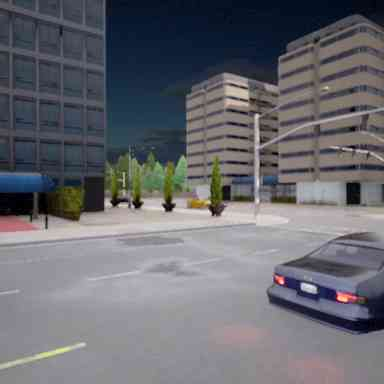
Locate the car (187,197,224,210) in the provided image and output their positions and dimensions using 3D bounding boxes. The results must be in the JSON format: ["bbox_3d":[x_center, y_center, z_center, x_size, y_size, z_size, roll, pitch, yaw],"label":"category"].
[{"bbox_3d":[1.327,1.371,40.725,1.882,1.535,5.008,0,0,-35],"label":"car"}]

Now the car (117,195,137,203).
[{"bbox_3d":[-13.253,1.368,67.825,2.128,1.511,4.902,0,0,-35],"label":"car"}]

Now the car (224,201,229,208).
[{"bbox_3d":[2.934,1.383,44.535,1.837,1.490,4.892,0,0,-35],"label":"car"}]

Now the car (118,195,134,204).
[{"bbox_3d":[-12.866,1.493,61.081,1.895,1.301,4.718,0,0,-34],"label":"car"}]

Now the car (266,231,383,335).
[{"bbox_3d":[3.853,1.518,6.571,5.357,1.411,2.033,0,0,-35],"label":"car"}]
